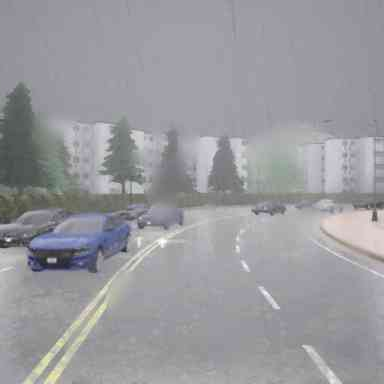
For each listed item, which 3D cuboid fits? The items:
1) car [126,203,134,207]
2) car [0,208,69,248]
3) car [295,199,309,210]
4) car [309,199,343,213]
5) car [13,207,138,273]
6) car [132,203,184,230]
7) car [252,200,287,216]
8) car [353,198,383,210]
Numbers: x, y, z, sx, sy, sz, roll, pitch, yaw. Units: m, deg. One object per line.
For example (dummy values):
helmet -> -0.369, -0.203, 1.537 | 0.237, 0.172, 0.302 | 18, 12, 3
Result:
car -> -4.168, 1.564, 25.952 | 1.994, 1.385, 4.181 | 0, 0, 20
car -> -6.524, 1.502, 14.722 | 1.837, 1.490, 4.892 | 0, 1, 6
car -> 14.897, 1.547, 41.231 | 5.357, 1.411, 2.033 | 0, 0, -41
car -> 14.869, 1.526, 36.261 | 1.812, 1.442, 4.674 | 0, 0, 43
car -> -3.384, 1.478, 10.926 | 1.882, 1.535, 5.008 | 0, 0, 4
car -> -1.853, 1.526, 21.409 | 1.812, 1.442, 4.674 | 0, 0, 16
car -> 7.789, 1.547, 33.302 | 2.033, 1.411, 5.357 | 0, 0, 35
car -> 22.676, 1.491, 42.525 | 4.902, 1.511, 2.128 | 0, 0, -30
